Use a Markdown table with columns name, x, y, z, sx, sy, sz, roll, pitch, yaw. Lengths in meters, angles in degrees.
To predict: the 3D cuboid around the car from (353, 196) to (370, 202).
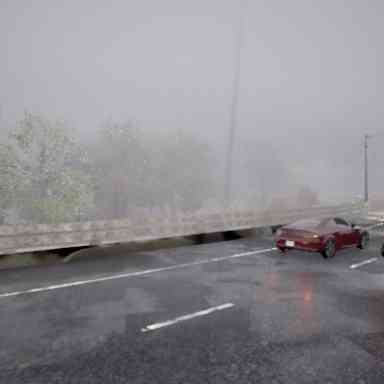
| name | x | y | z | sx | sy | sz | roll | pitch | yaw |
| --- | --- | --- | --- | --- | --- | --- | --- | --- | --- |
| car | 39.521 | 1.582 | 78.673 | 1.812 | 1.442 | 4.674 | 0 | 0 | 5 |

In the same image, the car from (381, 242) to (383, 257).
| name | x | y | z | sx | sy | sz | roll | pitch | yaw |
| --- | --- | --- | --- | --- | --- | --- | --- | --- | --- |
| car | 7.691 | 1.624 | 10.335 | 4.718 | 1.301 | 1.895 | 0 | 0 | -42 |

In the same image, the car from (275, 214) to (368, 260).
| name | x | y | z | sx | sy | sz | roll | pitch | yaw |
| --- | --- | --- | --- | --- | --- | --- | --- | --- | --- |
| car | 5.002 | 1.561 | 12.666 | 4.674 | 1.442 | 1.812 | 0 | 0 | -42 |

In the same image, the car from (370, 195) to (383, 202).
| name | x | y | z | sx | sy | sz | roll | pitch | yaw |
| --- | --- | --- | --- | --- | --- | --- | --- | --- | --- |
| car | 42.992 | 1.405 | 78.218 | 2.097 | 1.767 | 4.553 | 0 | 0 | 5 |
